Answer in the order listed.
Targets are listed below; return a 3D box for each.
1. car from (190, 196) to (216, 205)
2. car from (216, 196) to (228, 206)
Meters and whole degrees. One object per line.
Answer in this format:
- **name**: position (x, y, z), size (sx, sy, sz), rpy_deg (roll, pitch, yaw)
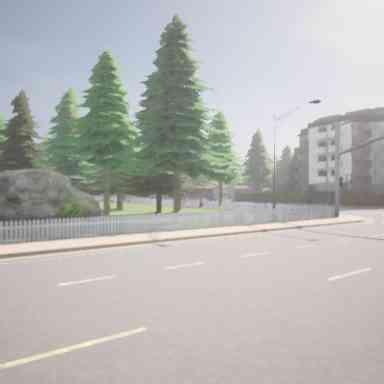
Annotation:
- **car**: position (1.216, 1.348, 54.093), size (2.097, 1.767, 4.553), rpy_deg (0, 0, -34)
- **car**: position (4.175, 1.502, 55.964), size (1.837, 1.490, 4.892), rpy_deg (0, 0, -34)
